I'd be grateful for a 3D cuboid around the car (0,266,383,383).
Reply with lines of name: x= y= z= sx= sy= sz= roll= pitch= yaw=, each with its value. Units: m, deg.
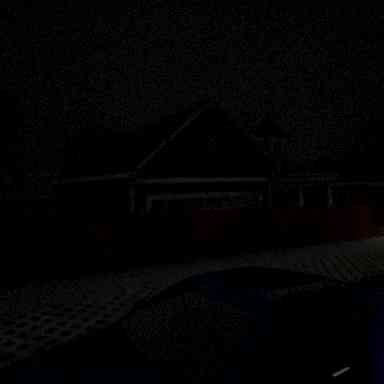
car: x=0.413 y=1.536 z=3.082 sx=4.674 sy=1.442 sz=1.812 roll=0 pitch=0 yaw=-35
